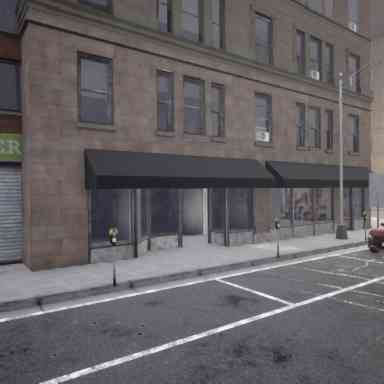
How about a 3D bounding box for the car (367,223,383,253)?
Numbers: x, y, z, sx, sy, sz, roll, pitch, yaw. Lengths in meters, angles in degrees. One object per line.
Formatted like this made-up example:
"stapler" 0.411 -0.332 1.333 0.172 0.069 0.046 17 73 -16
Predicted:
"car" 8.377 1.541 12.566 4.507 1.381 1.887 0 -1 -36
